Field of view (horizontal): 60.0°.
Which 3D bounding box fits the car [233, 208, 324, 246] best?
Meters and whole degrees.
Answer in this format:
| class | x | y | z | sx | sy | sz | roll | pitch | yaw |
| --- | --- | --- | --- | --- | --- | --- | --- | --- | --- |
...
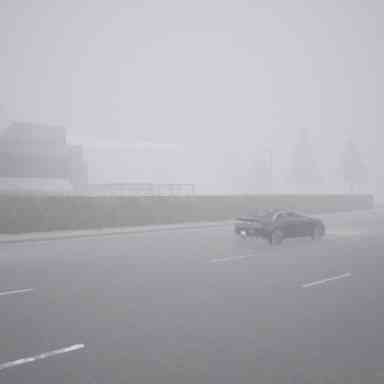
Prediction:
| class | x | y | z | sx | sy | sz | roll | pitch | yaw |
| --- | --- | --- | --- | --- | --- | --- | --- | --- | --- |
| car | 4.110 | 1.489 | 15.276 | 4.902 | 1.511 | 2.128 | 0 | 0 | -36 |
